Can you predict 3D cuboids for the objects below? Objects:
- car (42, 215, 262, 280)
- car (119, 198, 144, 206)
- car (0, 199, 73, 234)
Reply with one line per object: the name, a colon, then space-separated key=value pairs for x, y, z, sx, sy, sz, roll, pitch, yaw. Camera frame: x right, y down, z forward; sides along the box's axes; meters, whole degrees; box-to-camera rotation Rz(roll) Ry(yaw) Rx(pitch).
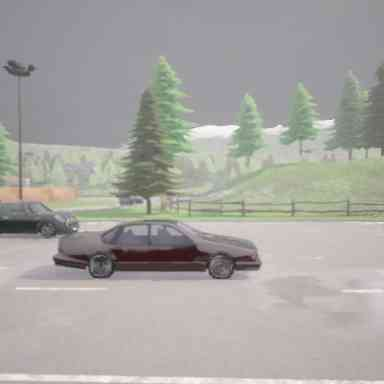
car: x=-0.907 y=1.465 z=9.082 sx=5.357 sy=1.411 sz=2.033 roll=0 pitch=1 yaw=3
car: x=-8.053 y=1.104 z=44.890 sx=2.128 sy=1.511 sz=4.902 roll=0 pitch=1 yaw=16
car: x=-8.004 y=1.238 z=16.401 sx=4.553 sy=1.767 sz=2.097 roll=0 pitch=1 yaw=3
